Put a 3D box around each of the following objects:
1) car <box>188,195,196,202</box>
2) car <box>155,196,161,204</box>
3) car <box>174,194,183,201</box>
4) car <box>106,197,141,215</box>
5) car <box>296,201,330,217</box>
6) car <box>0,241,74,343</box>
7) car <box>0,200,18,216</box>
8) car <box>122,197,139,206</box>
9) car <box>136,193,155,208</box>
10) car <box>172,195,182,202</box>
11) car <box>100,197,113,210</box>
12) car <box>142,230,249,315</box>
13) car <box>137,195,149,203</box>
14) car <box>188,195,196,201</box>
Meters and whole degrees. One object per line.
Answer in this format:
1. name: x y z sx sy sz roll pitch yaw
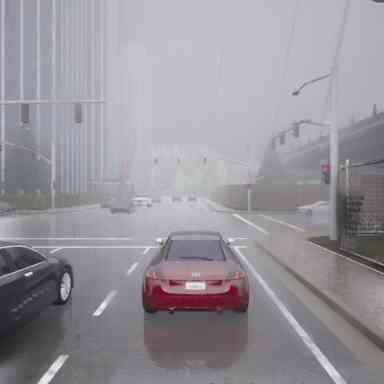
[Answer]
1. car: 0.016 1.478 74.791 1.882 1.535 5.008 0 0 0
2. car: -7.032 1.506 64.809 1.837 1.490 4.892 0 0 0
3. car: -3.491 1.386 84.669 2.128 1.511 4.902 0 0 0
4. car: -7.096 1.577 34.832 2.033 1.411 5.357 0 0 0
5. car: 12.370 1.581 31.754 4.674 1.442 1.812 0 0 -3
6. car: -3.441 1.505 5.198 1.837 1.490 4.892 0 0 0
7. car: -19.584 1.547 32.161 4.902 1.511 2.128 0 0 -5
8. car: -10.576 1.547 57.670 2.033 1.411 5.357 0 0 0
9. car: -7.091 1.222 47.968 2.150 2.045 5.566 0 0 0
10. car: -3.492 1.495 74.245 1.837 1.490 4.892 0 0 0
11. car: -10.594 1.504 43.584 1.837 1.490 4.892 0 0 0
12. car: 0.073 1.564 7.654 1.994 1.385 4.181 0 0 0
13. car: -10.492 1.499 70.964 1.837 1.490 4.892 0 0 0
14. car: 0.009 1.478 85.198 1.882 1.535 5.008 0 0 0
